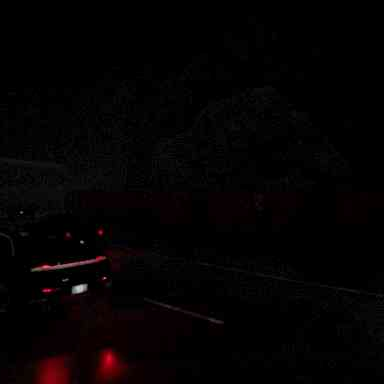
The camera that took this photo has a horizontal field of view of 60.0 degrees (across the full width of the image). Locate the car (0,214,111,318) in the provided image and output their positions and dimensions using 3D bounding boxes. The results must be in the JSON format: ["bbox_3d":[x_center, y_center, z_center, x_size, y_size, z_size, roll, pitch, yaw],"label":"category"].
[{"bbox_3d":[-3.783,1.499,7.537,4.902,1.511,2.128,0,0,42],"label":"car"}]

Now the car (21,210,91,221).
[{"bbox_3d":[-5.582,1.619,14.379,1.895,1.301,4.718,0,0,-41],"label":"car"}]

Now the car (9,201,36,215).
[{"bbox_3d":[-14.858,1.500,29.237,1.882,1.535,5.008,0,0,-25],"label":"car"}]
